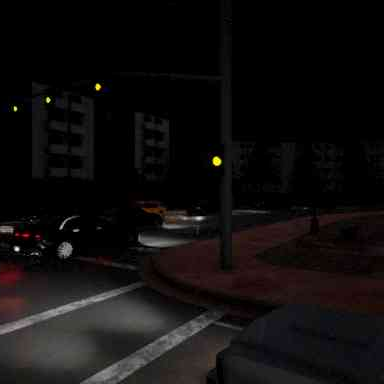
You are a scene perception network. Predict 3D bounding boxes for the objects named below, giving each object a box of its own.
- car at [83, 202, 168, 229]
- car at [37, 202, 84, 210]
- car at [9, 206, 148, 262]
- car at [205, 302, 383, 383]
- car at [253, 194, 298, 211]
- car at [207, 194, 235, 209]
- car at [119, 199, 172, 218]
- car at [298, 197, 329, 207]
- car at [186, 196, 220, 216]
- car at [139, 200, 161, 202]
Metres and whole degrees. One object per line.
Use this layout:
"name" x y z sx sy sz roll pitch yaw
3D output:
"car" -3.680 1.525 19.351 1.812 1.442 4.674 0 0 33
"car" -9.542 1.504 23.514 1.837 1.490 4.892 0 0 35
"car" -4.066 1.504 12.311 1.837 1.490 4.892 0 0 33
"car" 2.438 1.601 2.294 4.718 1.301 1.895 0 0 37
"car" 10.197 1.219 41.455 5.566 2.045 2.150 0 0 -34
"car" 2.826 1.222 39.897 5.566 2.045 2.150 0 0 -44
"car" -4.262 1.491 31.244 2.128 1.511 4.902 0 0 35
"car" 18.143 1.477 49.931 5.008 1.535 1.882 0 0 -23
"car" 1.476 1.477 33.058 1.882 1.535 5.008 0 0 39
"car" -4.001 1.477 25.490 1.882 1.535 5.008 0 0 34
